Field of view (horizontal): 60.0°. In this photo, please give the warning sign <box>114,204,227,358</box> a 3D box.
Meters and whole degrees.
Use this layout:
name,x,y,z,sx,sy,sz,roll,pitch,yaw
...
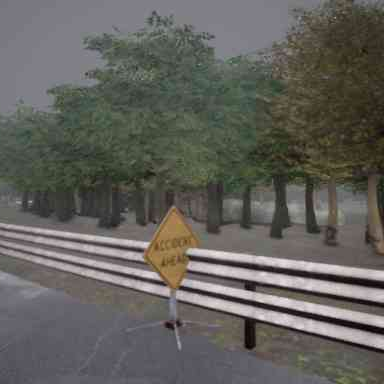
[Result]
name,x,y,z,sx,sy,sz,roll,pitch,yaw
warning sign,-0.290,1.131,4.976,1.060,1.860,1.300,-1,0,37

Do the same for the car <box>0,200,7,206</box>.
name,x,y,z,sx,sy,sz,roll,pitch,yaw
car,-47.982,2.645,82.831,2.097,1.767,4.553,0,-1,-7
